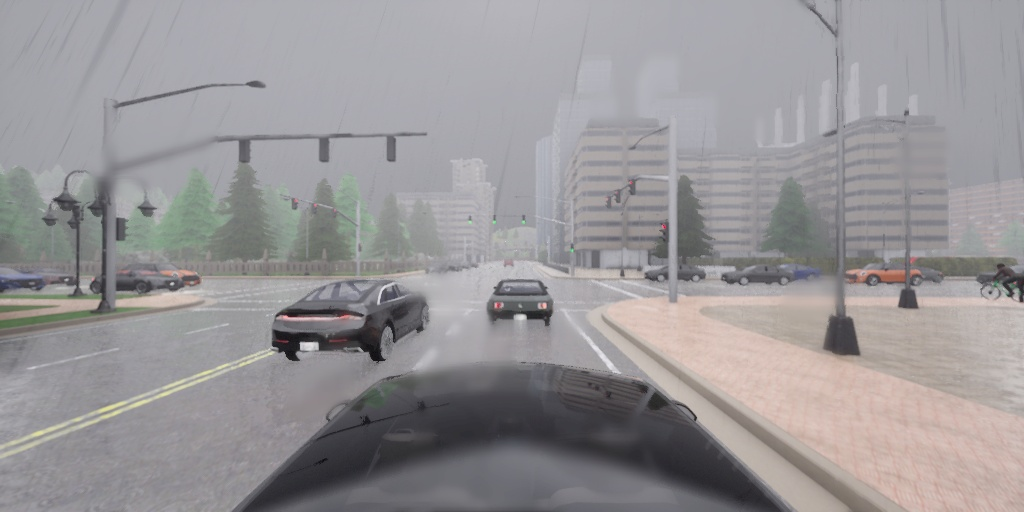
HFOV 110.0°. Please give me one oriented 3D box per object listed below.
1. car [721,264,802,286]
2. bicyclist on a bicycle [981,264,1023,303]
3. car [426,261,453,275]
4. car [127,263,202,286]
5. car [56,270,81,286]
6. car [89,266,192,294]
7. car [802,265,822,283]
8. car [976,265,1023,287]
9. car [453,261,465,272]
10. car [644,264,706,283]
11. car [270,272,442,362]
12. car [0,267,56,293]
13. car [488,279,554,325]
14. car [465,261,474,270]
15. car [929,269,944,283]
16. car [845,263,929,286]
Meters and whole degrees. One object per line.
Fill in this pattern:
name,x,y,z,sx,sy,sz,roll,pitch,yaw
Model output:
car,18.374,1.439,26.914,4.892,1.490,1.837,0,0,2
bicyclist on a bicycle,21.119,1.154,15.348,0.582,1.620,1.656,0,-1,2
car,-9.041,1.535,43.695,2.128,1.511,4.902,0,0,2
car,-23.987,1.255,24.448,4.553,1.767,2.097,0,0,2
car,-32.621,1.466,24.710,4.181,1.385,1.994,0,0,1
car,-21.720,1.442,20.877,4.181,1.385,1.994,0,0,2
car,23.187,1.437,30.276,5.008,1.535,1.882,0,0,2
car,37.424,1.413,26.347,5.008,1.535,1.882,0,0,2
car,-8.745,1.465,53.424,2.097,1.767,4.553,0,0,2
car,13.838,1.463,30.547,4.892,1.490,1.837,0,0,2
car,-3.281,1.286,8.308,2.128,1.511,4.902,0,-1,1
car,-30.709,1.355,21.151,5.008,1.535,1.882,0,0,2
car,0.297,1.425,12.187,1.895,1.301,4.718,0,0,1
car,-8.411,1.690,63.562,1.837,1.490,4.892,0,0,2
car,33.143,1.524,29.984,4.181,1.385,1.994,0,0,1
car,27.308,1.287,26.653,4.553,1.767,2.097,0,0,2
